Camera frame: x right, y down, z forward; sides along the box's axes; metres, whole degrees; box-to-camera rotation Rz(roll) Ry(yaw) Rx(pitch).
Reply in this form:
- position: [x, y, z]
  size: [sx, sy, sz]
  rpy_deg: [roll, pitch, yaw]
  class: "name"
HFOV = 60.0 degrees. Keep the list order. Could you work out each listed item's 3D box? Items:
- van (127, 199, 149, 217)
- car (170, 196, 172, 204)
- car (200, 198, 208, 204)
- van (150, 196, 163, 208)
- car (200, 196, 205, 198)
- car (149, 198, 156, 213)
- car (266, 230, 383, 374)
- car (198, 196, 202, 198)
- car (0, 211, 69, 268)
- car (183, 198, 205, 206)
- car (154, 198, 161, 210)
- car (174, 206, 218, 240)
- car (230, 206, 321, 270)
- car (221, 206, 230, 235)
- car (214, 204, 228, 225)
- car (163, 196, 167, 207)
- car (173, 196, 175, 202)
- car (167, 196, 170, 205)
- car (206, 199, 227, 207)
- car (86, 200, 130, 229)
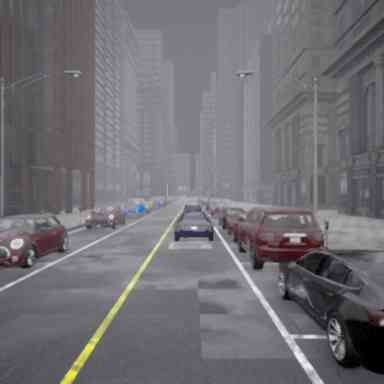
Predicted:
- position: [-5.764, 1.556, 33.817]
  size: [1.690, 1.788, 3.998]
  rpy_deg: [0, 0, 0]
  class: "van"
- position: [-5.763, 2.008, 67.635]
  size: [1.947, 1.339, 4.313]
  rpy_deg: [0, 0, 0]
  class: "car"
- position: [2.763, 2.102, 78.913]
  size: [1.802, 1.307, 4.206]
  rpy_deg: [0, 0, 0]
  class: "car"
- position: [-5.764, 1.668, 50.726]
  size: [1.690, 1.788, 3.998]
  rpy_deg: [0, 0, 0]
  class: "van"
- position: [2.762, 1.986, 62.004]
  size: [1.802, 1.307, 4.206]
  rpy_deg: [0, 0, 0]
  class: "car"
- position: [-5.763, 1.776, 39.283]
  size: [1.752, 1.417, 4.829]
  rpy_deg: [0, 0, 0]
  class: "car"
- position: [2.761, 1.603, 5.642]
  size: [1.947, 1.339, 4.313]
  rpy_deg: [0, 0, 0]
  class: "car"
- position: [2.763, 2.063, 73.276]
  size: [1.802, 1.307, 4.206]
  rpy_deg: [0, 0, 0]
  class: "car"
- position: [-5.764, 1.512, 11.270]
  size: [1.967, 1.590, 4.097]
  rpy_deg: [0, 0, 0]
  class: "car"
- position: [0.101, 1.703, 35.371]
  size: [1.882, 1.535, 5.008]
  rpy_deg: [0, 0, 0]
  class: "car"
- position: [-5.763, 1.840, 45.088]
  size: [2.008, 1.369, 4.403]
  rpy_deg: [0, 0, 0]
  class: "car"
- position: [0.101, 1.677, 17.653]
  size: [1.994, 1.385, 4.181]
  rpy_deg: [0, 0, 0]
  class: "car"
- position: [2.760, 1.388, 11.280]
  size: [2.192, 1.841, 5.009]
  rpy_deg: [0, 0, 0]
  class: "car"
- position: [2.761, 1.653, 16.915]
  size: [1.887, 1.381, 4.507]
  rpy_deg: [0, 0, 0]
  class: "car"
- position: [2.761, 1.710, 22.551]
  size: [1.947, 1.339, 4.313]
  rpy_deg: [0, 0, 0]
  class: "car"
- position: [-5.764, 1.806, 56.362]
  size: [1.967, 1.590, 4.097]
  rpy_deg: [0, 0, 0]
  class: "car"
- position: [-5.763, 2.071, 78.907]
  size: [2.008, 1.369, 4.403]
  rpy_deg: [0, 0, 0]
  class: "car"
- position: [-5.764, 1.719, 62.000]
  size: [2.192, 1.841, 5.009]
  rpy_deg: [0, 0, 0]
  class: "car"
- position: [2.761, 1.656, 33.823]
  size: [1.967, 1.590, 4.097]
  rpy_deg: [0, 0, 0]
  class: "car"
- position: [-5.764, 1.584, 22.544]
  size: [1.967, 1.590, 4.097]
  rpy_deg: [0, 0, 0]
  class: "car"
